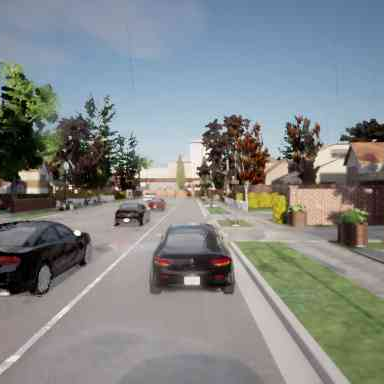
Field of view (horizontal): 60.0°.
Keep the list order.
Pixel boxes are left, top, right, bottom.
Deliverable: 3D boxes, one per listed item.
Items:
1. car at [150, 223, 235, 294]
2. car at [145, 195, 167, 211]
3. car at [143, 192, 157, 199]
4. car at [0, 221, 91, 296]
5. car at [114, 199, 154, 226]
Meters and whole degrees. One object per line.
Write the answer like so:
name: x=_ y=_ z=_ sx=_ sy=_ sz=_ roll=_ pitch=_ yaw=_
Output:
car: x=0.003 y=1.525 z=8.650 sx=1.812 sy=1.442 sz=4.674 roll=0 pitch=0 yaw=0
car: x=-4.074 y=1.444 z=39.060 sx=1.812 sy=1.442 sz=4.674 roll=0 pitch=0 yaw=0
car: x=-7.704 y=0.992 z=61.680 sx=2.150 sy=2.045 sz=5.566 roll=0 pitch=1 yaw=0
car: x=-4.145 y=1.477 z=8.670 sx=1.882 sy=1.535 sz=5.008 roll=0 pitch=0 yaw=0
car: x=-4.076 y=1.492 z=23.174 sx=1.837 sy=1.490 sz=4.892 roll=0 pitch=1 yaw=0
